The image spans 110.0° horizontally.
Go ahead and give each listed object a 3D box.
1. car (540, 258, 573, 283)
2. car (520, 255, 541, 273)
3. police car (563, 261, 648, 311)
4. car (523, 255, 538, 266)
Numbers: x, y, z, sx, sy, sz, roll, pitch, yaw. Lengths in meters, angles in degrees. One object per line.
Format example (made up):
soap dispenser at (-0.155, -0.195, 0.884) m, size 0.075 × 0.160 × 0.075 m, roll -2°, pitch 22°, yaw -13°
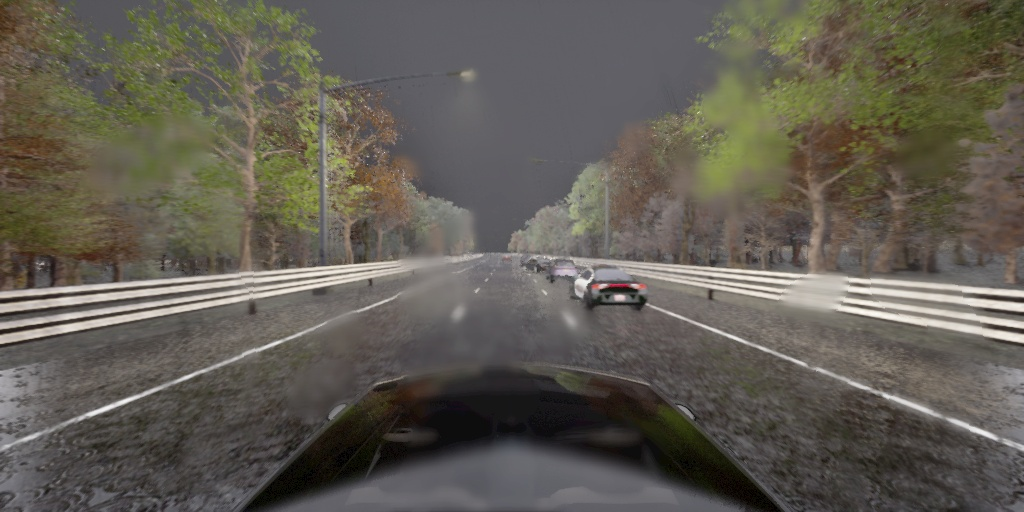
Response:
car at (3.408, 0.964, 25.007) m, size 2.033 × 1.649 × 4.856 m, roll 0°, pitch 1°, yaw 0°
car at (2.630, 0.926, 37.061) m, size 1.837 × 1.490 × 4.892 m, roll 0°, pitch 1°, yaw -21°
police car at (3.479, 1.140, 13.972) m, size 2.038 × 1.542 × 4.974 m, roll 0°, pitch 0°, yaw 0°
car at (2.914, 0.650, 58.115) m, size 2.033 × 1.649 × 4.856 m, roll 0°, pitch 1°, yaw -1°
